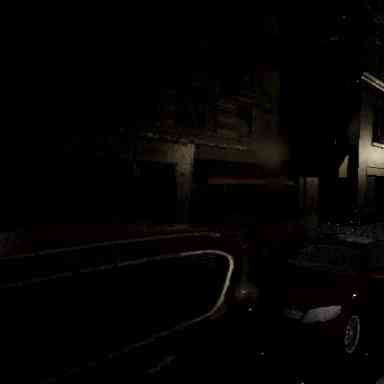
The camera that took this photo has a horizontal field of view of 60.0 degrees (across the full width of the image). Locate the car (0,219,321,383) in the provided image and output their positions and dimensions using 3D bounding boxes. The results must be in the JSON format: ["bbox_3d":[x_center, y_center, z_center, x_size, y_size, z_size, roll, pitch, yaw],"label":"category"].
[{"bbox_3d":[-1.484,1.211,2.024,5.009,1.841,2.192,-1,2,-43],"label":"car"}]

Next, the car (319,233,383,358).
[{"bbox_3d":[2.539,1.442,5.803,4.206,1.307,1.802,-1,2,-43],"label":"car"}]
